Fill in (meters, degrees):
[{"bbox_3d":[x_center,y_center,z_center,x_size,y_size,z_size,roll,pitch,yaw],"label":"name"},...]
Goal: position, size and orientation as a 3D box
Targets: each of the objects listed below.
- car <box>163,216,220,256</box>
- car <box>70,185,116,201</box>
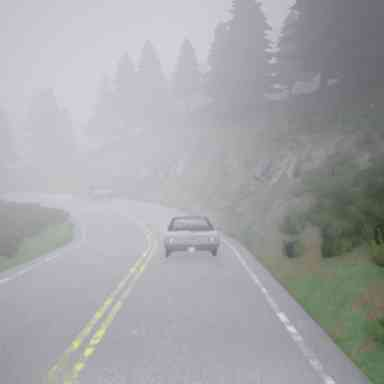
[{"bbox_3d":[-0.090,1.574,13.082,1.895,1.301,4.718,-1,0,-2],"label":"car"},{"bbox_3d":[-8.982,0.023,29.941,4.718,1.301,1.895,4,7,40],"label":"car"}]
